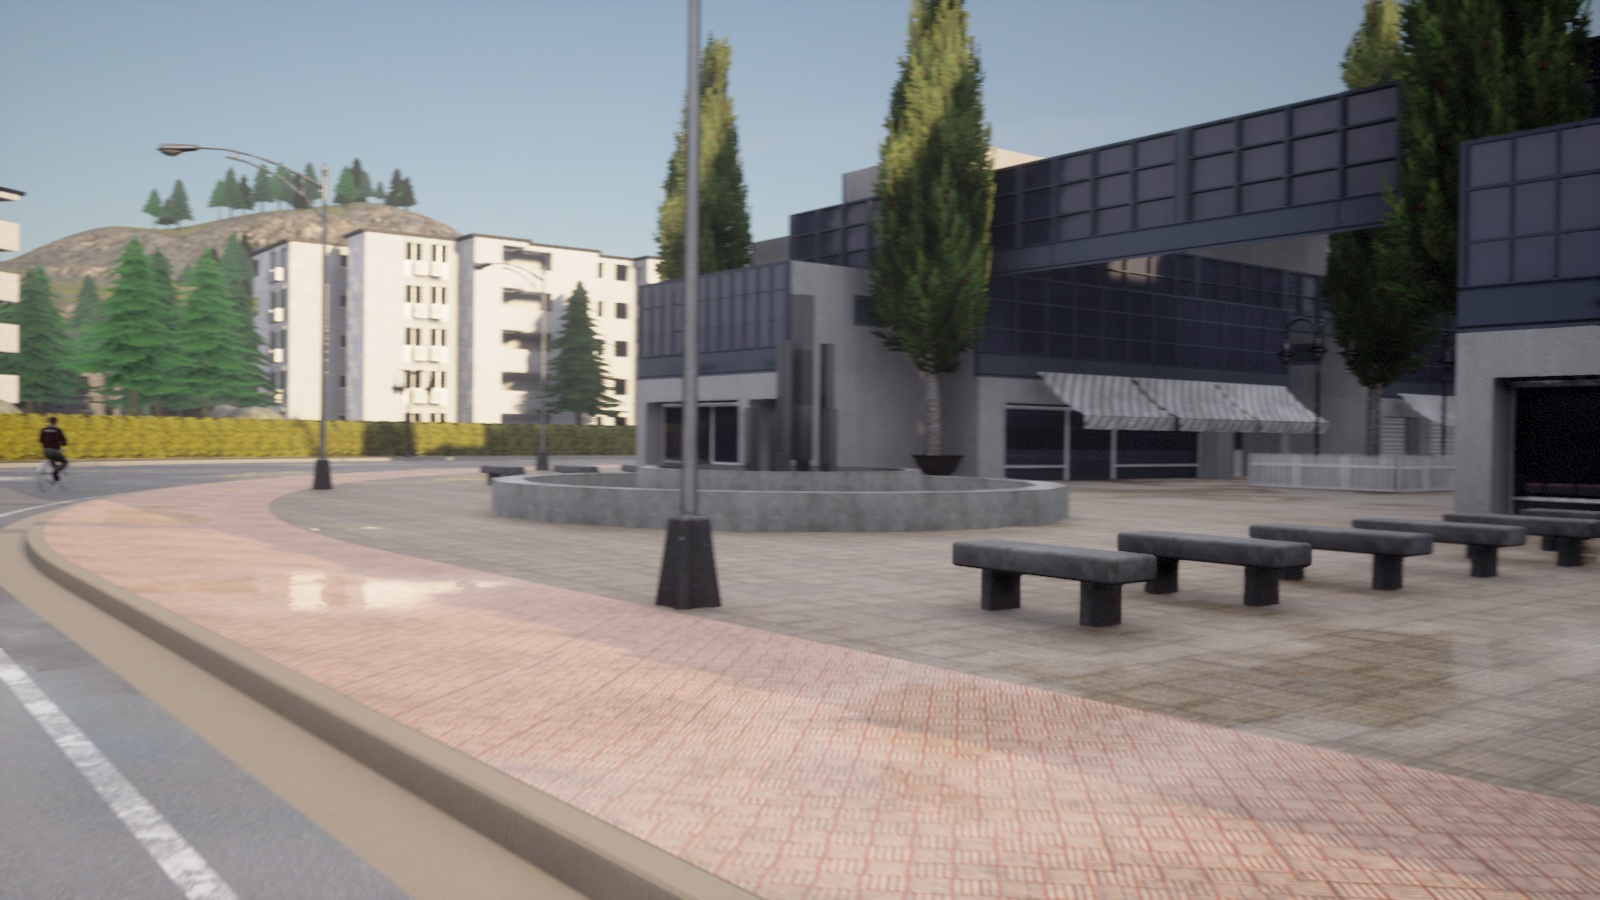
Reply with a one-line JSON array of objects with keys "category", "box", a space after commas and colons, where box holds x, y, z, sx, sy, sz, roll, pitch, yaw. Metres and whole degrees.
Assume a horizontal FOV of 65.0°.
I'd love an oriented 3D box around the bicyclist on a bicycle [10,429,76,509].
[{"category": "bicyclist on a bicycle", "box": [-17.421, 0.414, 28.936, 0.659, 1.776, 1.843, 0, 1, -9]}]
